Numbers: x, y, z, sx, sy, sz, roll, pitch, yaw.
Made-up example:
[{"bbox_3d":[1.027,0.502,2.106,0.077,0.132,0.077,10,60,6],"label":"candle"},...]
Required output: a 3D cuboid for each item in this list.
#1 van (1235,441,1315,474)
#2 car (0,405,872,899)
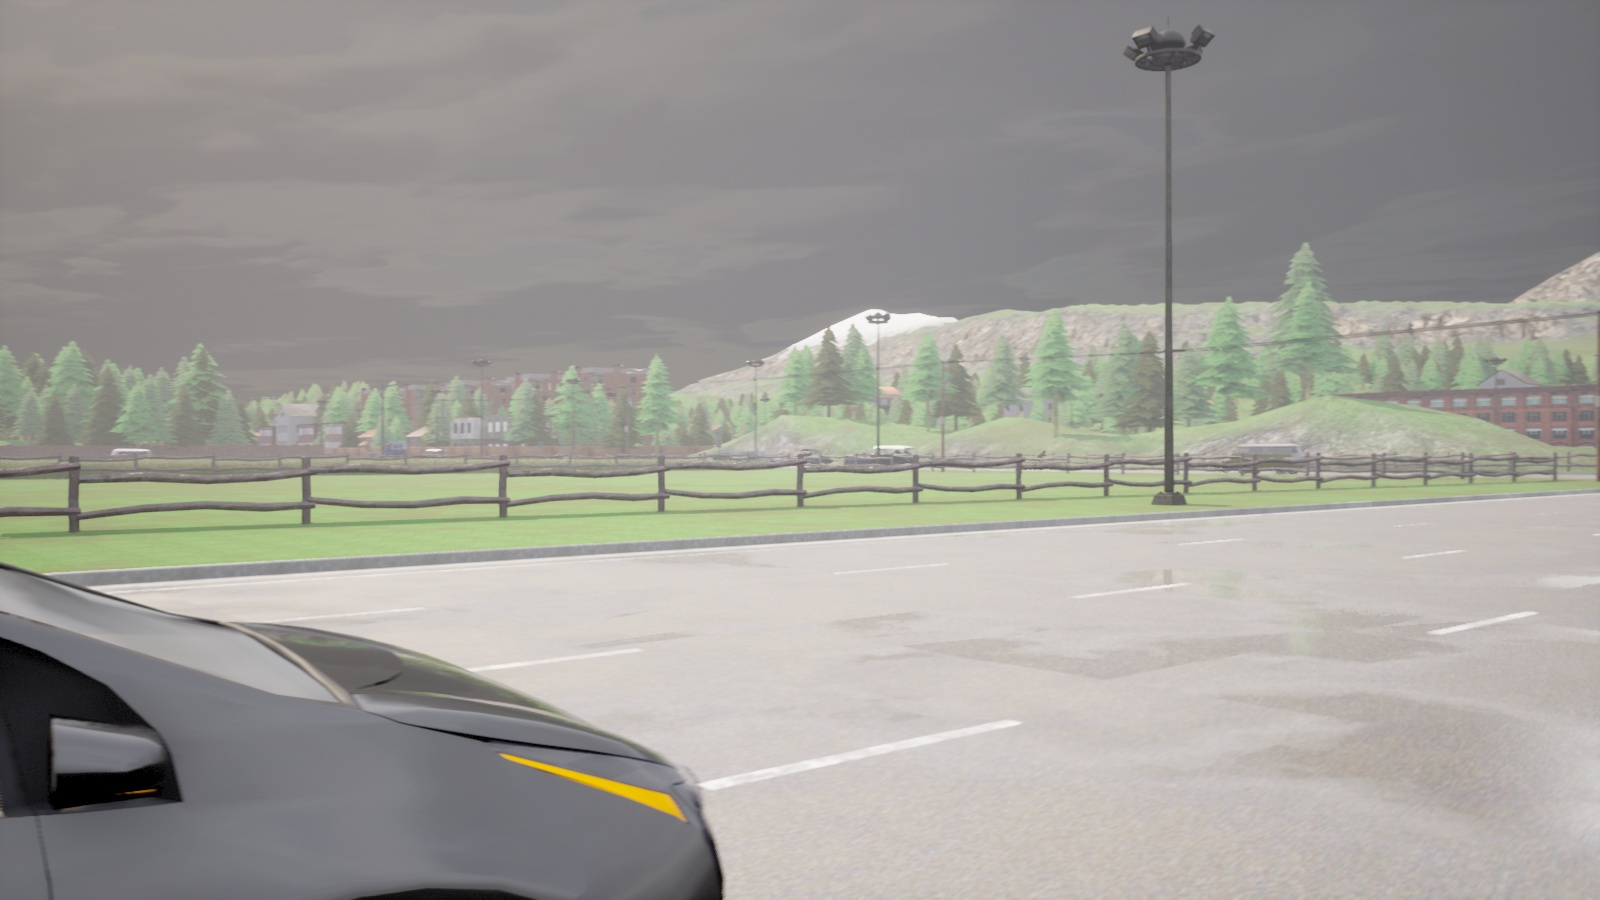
[{"bbox_3d":[30.200,0.471,79.972,1.775,1.987,4.442,0,0,-40],"label":"van"},{"bbox_3d":[-2.293,0.711,2.037,4.514,1.525,2.007,0,0,-34],"label":"car"}]
